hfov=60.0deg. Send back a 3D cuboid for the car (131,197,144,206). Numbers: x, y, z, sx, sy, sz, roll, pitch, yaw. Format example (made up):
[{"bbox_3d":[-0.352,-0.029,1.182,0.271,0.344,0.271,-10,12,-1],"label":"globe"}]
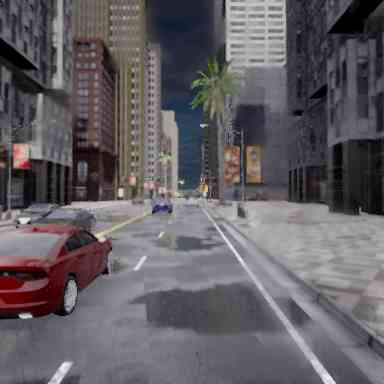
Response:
[{"bbox_3d":[-9.836,1.702,60.485,1.837,1.490,4.892,0,0,1],"label":"car"}]

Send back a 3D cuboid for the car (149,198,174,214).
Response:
[{"bbox_3d":[-3.188,1.424,37.191,2.097,1.767,4.553,0,0,0],"label":"car"}]

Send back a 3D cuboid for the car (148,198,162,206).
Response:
[{"bbox_3d":[-6.583,1.759,60.147,1.994,1.385,4.181,0,0,0],"label":"car"}]

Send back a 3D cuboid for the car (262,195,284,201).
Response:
[{"bbox_3d":[20.861,1.631,88.261,5.009,1.841,2.192,0,-1,-1],"label":"car"}]

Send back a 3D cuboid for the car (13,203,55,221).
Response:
[{"bbox_3d":[-9.868,1.529,21.958,2.128,1.511,4.902,0,0,0],"label":"car"}]

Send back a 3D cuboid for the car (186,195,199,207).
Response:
[{"bbox_3d":[0.046,1.664,52.972,1.812,1.442,4.674,0,-1,0],"label":"car"}]

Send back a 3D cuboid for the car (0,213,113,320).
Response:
[{"bbox_3d":[-3.155,1.486,7.523,1.882,1.535,5.008,0,0,0],"label":"car"}]

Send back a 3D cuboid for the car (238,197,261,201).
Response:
[{"bbox_3d":[15.223,1.924,88.163,4.206,1.307,1.802,0,-1,-1],"label":"car"}]

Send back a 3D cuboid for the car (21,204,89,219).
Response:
[{"bbox_3d":[-6.616,1.573,17.768,2.033,1.411,5.357,0,0,0],"label":"car"}]

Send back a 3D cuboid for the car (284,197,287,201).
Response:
[{"bbox_3d":[26.499,1.858,88.351,4.313,1.339,1.947,0,-1,-1],"label":"car"}]
